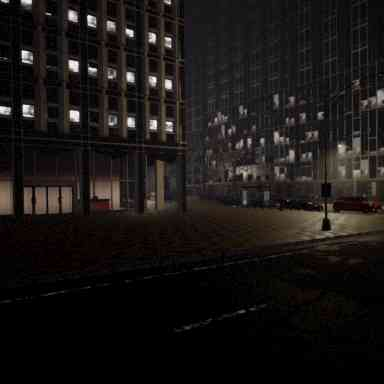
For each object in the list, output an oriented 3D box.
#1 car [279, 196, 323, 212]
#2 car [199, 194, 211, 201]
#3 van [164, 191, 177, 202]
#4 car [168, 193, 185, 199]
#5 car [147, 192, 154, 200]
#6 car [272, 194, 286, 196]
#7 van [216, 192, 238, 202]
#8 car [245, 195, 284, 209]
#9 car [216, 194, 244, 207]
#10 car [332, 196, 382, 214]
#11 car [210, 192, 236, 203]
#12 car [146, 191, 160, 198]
[{"bbox_3d":[12.131,1.422,36.230,1.947,1.339,4.313,-1,1,-34],"label":"car"},{"bbox_3d":[3.058,1.041,64.471,1.802,1.307,4.206,-1,1,-34],"label":"car"},{"bbox_3d":[-3.850,0.936,59.725,1.690,1.788,3.998,0,1,-34],"label":"van"},{"bbox_3d":[-3.378,0.934,73.841,1.802,1.307,4.206,0,1,-34],"label":"car"},{"bbox_3d":[-10.286,1.038,69.098,2.008,1.369,4.403,0,1,-34],"label":"car"},{"bbox_3d":[11.295,1.115,42.234,2.097,1.767,4.553,-1,1,-34],"label":"car"},{"bbox_3d":[6.275,0.853,59.783,1.690,1.788,3.998,-1,1,-34],"label":"van"},{"bbox_3d":[8.927,1.386,40.927,1.802,1.307,4.206,-1,1,-34],"label":"car"},{"bbox_3d":[5.758,1.318,45.644,1.947,1.339,4.313,-1,1,-34],"label":"car"},{"bbox_3d":[16.891,1.205,34.084,2.097,1.767,4.553,-1,1,-35],"label":"car"},{"bbox_3d":[5.438,1.174,50.783,1.837,1.490,4.892,-1,1,-34],"label":"car"},{"bbox_3d":[-9.814,0.684,83.209,1.967,1.590,4.097,0,1,-34],"label":"car"}]
